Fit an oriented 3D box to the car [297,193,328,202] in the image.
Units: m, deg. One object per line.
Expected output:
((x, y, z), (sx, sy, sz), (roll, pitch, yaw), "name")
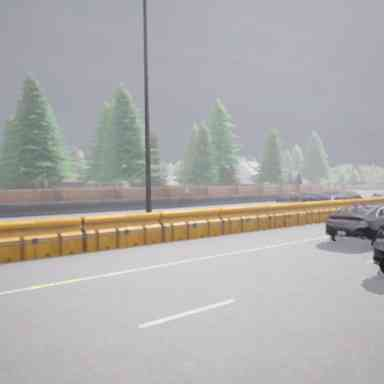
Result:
((15.879, 0.782, 42.633), (4.718, 1.301, 1.895), (-2, 1, -43), "car")

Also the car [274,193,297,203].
((13.091, 0.803, 44.816), (4.718, 1.301, 1.895), (-2, 1, -42), "car")

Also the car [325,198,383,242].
((7.318, 1.196, 13.287), (4.902, 1.511, 2.128), (-2, 1, -35), "car")

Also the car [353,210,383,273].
((6.496, 1.272, 8.417), (4.902, 1.511, 2.128), (-2, 1, -35), "car")

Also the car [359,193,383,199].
((21.442, 0.738, 38.249), (4.718, 1.301, 1.895), (-2, 1, -43), "car")

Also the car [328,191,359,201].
((19.133, 0.623, 40.898), (5.008, 1.535, 1.882), (-2, 1, -43), "car")
